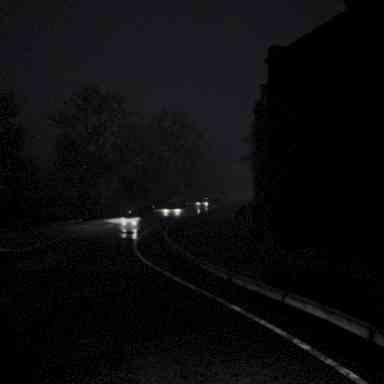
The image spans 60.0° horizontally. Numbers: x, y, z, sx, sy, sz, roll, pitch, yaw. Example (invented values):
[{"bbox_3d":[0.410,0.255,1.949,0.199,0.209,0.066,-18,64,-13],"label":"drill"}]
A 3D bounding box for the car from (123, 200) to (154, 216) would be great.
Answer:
[{"bbox_3d":[-5.309,1.603,33.754,2.128,1.511,4.902,-1,0,13],"label":"car"}]

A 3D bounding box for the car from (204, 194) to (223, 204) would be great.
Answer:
[{"bbox_3d":[3.977,1.186,55.840,1.882,1.535,5.008,-1,1,15],"label":"car"}]

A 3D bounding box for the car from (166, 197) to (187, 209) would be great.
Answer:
[{"bbox_3d":[-2.128,1.428,46.041,1.882,1.535,5.008,-1,1,14],"label":"car"}]

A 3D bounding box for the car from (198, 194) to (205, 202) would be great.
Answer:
[{"bbox_3d":[2.456,1.138,63.144,1.837,1.490,4.892,-1,1,15],"label":"car"}]
